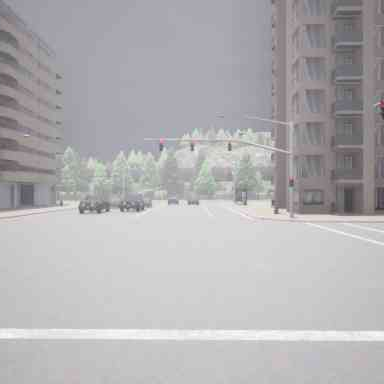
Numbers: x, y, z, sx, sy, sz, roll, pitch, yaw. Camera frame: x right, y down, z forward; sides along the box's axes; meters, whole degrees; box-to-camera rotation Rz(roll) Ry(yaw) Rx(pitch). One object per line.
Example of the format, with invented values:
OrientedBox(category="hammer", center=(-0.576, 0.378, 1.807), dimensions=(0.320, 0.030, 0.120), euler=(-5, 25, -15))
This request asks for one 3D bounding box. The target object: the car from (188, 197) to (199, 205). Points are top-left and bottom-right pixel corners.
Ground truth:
OrientedBox(category="car", center=(0.233, 1.564, 58.360), dimensions=(1.994, 1.385, 4.181), euler=(0, 0, 0))

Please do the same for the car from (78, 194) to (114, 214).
OrientedBox(category="car", center=(-10.514, 1.221, 36.253), dimensions=(2.150, 2.045, 5.566), euler=(0, 0, 0))

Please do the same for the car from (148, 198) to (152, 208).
OrientedBox(category="car", center=(-6.969, 1.526, 48.986), dimensions=(1.812, 1.442, 4.674), euler=(0, 0, 0))

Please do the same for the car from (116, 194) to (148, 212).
OrientedBox(category="car", center=(-7.005, 1.221, 39.457), dimensions=(2.150, 2.045, 5.566), euler=(0, 0, 0))

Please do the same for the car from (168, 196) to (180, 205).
OrientedBox(category="car", center=(-3.363, 1.526, 60.018), dimensions=(1.812, 1.442, 4.674), euler=(0, 0, 0))

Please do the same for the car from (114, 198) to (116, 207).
OrientedBox(category="car", center=(-10.484, 1.526, 45.856), dimensions=(1.812, 1.442, 4.674), euler=(0, 0, 0))
